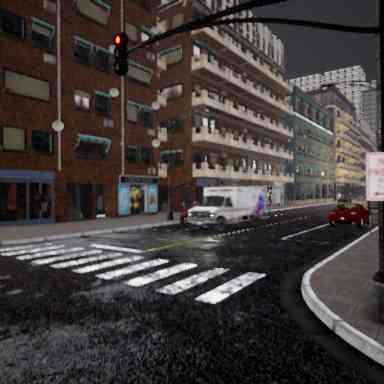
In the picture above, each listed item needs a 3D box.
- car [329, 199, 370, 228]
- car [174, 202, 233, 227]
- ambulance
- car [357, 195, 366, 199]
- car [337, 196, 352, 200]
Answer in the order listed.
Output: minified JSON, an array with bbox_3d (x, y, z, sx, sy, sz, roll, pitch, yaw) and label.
[{"bbox_3d":[9.840,1.357,20.624,1.887,1.381,4.507,0,0,36],"label":"car"},{"bbox_3d":[0.915,1.466,23.020,1.887,1.381,4.507,0,0,36],"label":"car"},{"bbox_3d":[2.244,0.929,20.087,2.351,2.431,6.366,-1,0,36],"label":"ambulance"},{"bbox_3d":[36.634,1.248,71.442,1.802,1.307,4.206,-1,0,36],"label":"car"},{"bbox_3d":[26.543,1.301,57.702,1.947,1.339,4.313,0,0,36],"label":"car"}]
